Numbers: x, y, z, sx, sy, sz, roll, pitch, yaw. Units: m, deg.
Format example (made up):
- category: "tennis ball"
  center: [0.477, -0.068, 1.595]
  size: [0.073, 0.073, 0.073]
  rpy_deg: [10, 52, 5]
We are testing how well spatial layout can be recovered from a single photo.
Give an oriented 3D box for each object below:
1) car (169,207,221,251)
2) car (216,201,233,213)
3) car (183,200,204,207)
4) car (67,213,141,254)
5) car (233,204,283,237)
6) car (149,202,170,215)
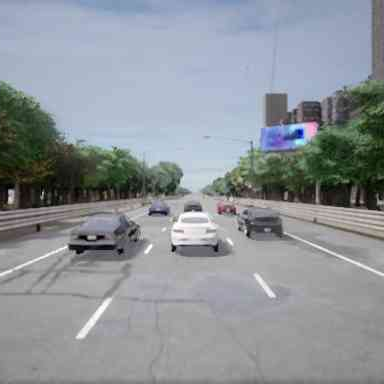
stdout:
- category: "car"
  center: [0.108, 1.574, 14.184]
  size: [1.812, 1.442, 4.674]
  rpy_deg: [0, 0, 0]
- category: "car"
  center: [3.621, 1.653, 35.675]
  size: [1.812, 1.442, 4.674]
  rpy_deg: [0, 0, 0]
- category: "car"
  center: [0.121, 1.628, 34.717]
  size: [1.837, 1.490, 4.892]
  rpy_deg: [0, 0, 0]
- category: "car"
  center: [-3.391, 1.594, 13.763]
  size: [2.033, 1.411, 5.357]
  rpy_deg: [0, 0, 0]
- category: "car"
  center: [3.610, 1.568, 18.289]
  size: [1.837, 1.490, 4.892]
  rpy_deg: [0, 0, 0]
- category: "car"
  center: [-3.380, 1.689, 35.111]
  size: [1.994, 1.385, 4.181]
  rpy_deg: [0, 0, 0]
